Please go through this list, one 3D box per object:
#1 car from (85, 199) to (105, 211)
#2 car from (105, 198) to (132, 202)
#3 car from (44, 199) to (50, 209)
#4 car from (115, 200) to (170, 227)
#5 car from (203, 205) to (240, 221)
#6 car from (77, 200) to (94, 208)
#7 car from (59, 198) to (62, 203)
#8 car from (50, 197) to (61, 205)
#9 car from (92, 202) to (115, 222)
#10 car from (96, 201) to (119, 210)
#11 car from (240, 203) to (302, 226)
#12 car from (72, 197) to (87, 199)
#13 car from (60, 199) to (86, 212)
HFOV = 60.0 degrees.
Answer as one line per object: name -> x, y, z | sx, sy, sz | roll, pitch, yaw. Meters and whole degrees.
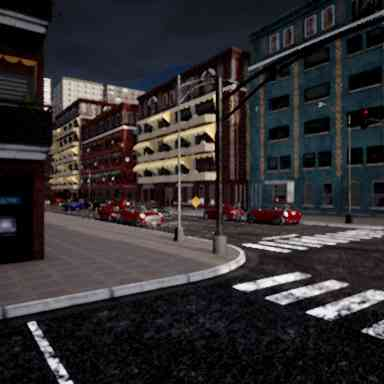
car -> -13.163, 1.979, 47.400 | 1.837, 1.490, 4.892 | 0, -1, -34
car -> -9.989, 1.757, 47.228 | 2.192, 1.841, 5.009 | -1, 0, -35
car -> -25.956, 2.110, 56.361 | 1.967, 1.590, 4.097 | -1, 0, -35
car -> -3.749, 1.638, 24.495 | 1.967, 1.590, 4.097 | -1, 0, -35
car -> 2.710, 1.754, 29.021 | 1.802, 1.307, 4.206 | -1, 0, -35
car -> -19.501, 2.226, 60.884 | 1.802, 1.307, 4.206 | -1, 0, -35
car -> -25.846, 2.328, 69.988 | 2.008, 1.369, 4.403 | -1, 0, -35
car -> -32.195, 2.225, 79.093 | 2.192, 1.841, 5.009 | -1, 0, -35
car -> -6.919, 1.847, 29.047 | 1.802, 1.307, 4.206 | -1, 0, -35
car -> -13.156, 2.060, 51.780 | 2.008, 1.369, 4.403 | -1, 0, -35
car -> 5.883, 1.544, 24.471 | 1.967, 1.590, 4.097 | -1, 0, -35
car -> -19.090, 1.821, 55.822 | 2.150, 2.045, 5.566 | 0, -1, -35
car -> -17.179, 2.121, 48.227 | 1.895, 1.301, 4.718 | 0, -1, -34
